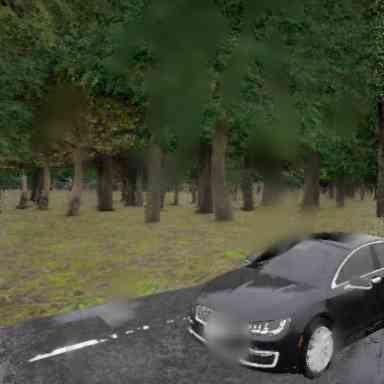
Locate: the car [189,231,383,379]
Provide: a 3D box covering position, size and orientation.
[{"bbox_3d":[2.212,1.486,5.567,4.892,1.490,1.837,0,0,-35],"label":"car"}]
